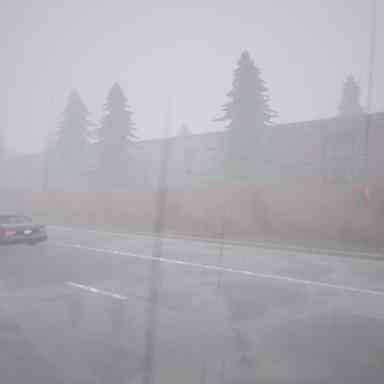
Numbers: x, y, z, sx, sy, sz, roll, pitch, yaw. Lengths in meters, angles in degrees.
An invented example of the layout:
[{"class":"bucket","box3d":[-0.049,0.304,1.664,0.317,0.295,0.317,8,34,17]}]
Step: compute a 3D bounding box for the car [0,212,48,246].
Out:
[{"class":"car","box3d":[-8.269,1.560,14.066,5.357,1.411,2.033,0,0,36]}]
